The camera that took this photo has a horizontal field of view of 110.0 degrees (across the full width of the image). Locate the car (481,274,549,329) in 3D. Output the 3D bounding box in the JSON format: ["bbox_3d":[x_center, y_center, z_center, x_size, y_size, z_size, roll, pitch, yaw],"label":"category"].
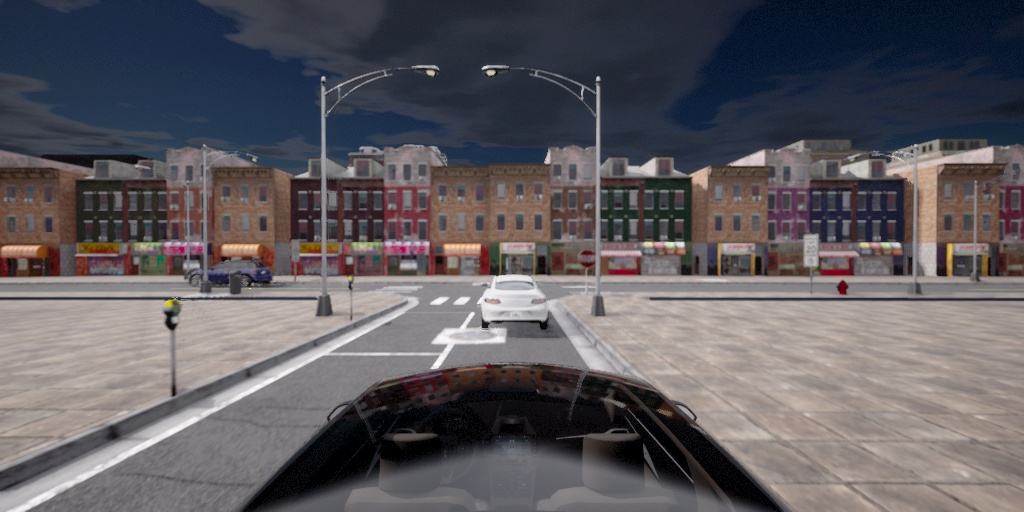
[{"bbox_3d":[0.020,1.285,11.152,1.812,1.442,4.674,0,0,-2],"label":"car"}]

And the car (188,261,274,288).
[{"bbox_3d":[-18.479,1.108,23.615,4.553,1.767,2.097,0,0,0],"label":"car"}]
